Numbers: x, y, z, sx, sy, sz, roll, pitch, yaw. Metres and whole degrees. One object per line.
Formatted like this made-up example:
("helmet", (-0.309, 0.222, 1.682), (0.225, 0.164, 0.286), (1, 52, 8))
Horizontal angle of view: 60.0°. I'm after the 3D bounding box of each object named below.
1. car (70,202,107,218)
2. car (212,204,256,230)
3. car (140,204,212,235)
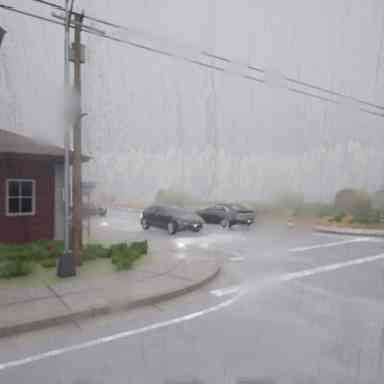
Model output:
("car", (-9.443, 1.589, 30.233), (1.895, 1.301, 4.718), (0, 0, -36))
("car", (1.860, 1.487, 21.172), (2.128, 1.511, 4.902), (0, 0, -37))
("car", (-1.255, 1.494, 19.082), (1.837, 1.490, 4.892), (0, 0, -36))
